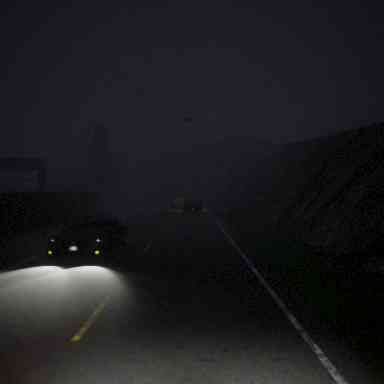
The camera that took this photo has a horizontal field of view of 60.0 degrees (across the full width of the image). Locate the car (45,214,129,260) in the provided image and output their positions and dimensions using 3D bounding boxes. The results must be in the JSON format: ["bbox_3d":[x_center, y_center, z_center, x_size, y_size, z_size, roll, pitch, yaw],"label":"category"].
[{"bbox_3d":[-3.578,1.499,12.011,1.994,1.385,4.181,0,0,0],"label":"car"}]

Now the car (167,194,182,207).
[{"bbox_3d":[-2.015,1.103,45.864,2.097,1.767,4.553,0,0,-15],"label":"car"}]

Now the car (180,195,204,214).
[{"bbox_3d":[-0.016,1.348,32.626,1.812,1.442,4.674,0,0,-2],"label":"car"}]
